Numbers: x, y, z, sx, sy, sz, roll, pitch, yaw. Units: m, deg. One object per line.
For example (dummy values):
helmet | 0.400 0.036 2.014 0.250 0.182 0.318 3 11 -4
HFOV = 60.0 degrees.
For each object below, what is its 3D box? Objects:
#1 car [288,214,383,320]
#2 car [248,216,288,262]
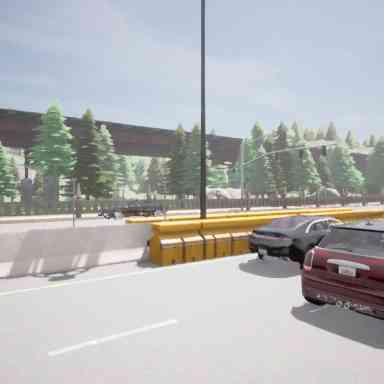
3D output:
car | 4.343 1.352 6.845 4.553 1.767 2.097 0 0 -36
car | 3.995 1.492 10.894 4.902 1.511 2.128 0 0 -35
